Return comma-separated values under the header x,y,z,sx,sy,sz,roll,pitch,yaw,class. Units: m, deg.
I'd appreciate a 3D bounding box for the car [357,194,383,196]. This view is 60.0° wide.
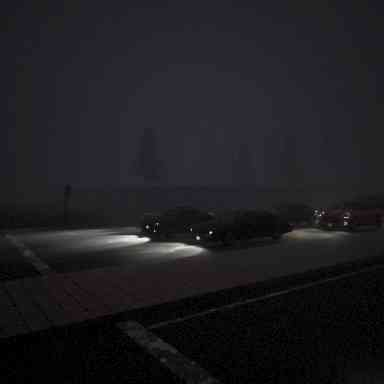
x,y,z,sx,sy,sz,roll,pitch,yaw,class
15.157,1.220,28.735,5.566,2.045,2.150,0,0,-35,car

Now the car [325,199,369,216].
x,y,z,sx,sy,sz,roll,pitch,yaw,class
15.623,1.503,33.359,4.892,1.490,1.837,0,0,-35,car

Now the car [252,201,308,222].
x,y,z,sx,sy,sz,roll,pitch,yaw,class
7.324,1.504,27.465,4.892,1.490,1.837,0,0,-35,car

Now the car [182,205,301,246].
x,y,z,sx,sy,sz,roll,pitch,yaw,class
2.428,1.547,15.493,5.357,1.411,2.033,0,0,-35,car

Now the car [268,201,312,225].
x,y,z,sx,sy,sz,roll,pitch,yaw,class
6.539,1.504,22.633,4.892,1.490,1.837,0,0,-35,car

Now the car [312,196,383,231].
x,y,z,sx,sy,sz,roll,pitch,yaw,class
9.902,1.351,20.716,4.553,1.767,2.097,0,0,-35,car

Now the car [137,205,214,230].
x,y,z,sx,sy,sz,roll,pitch,yaw,class
-0.986,1.600,21.636,4.718,1.301,1.895,0,0,-35,car

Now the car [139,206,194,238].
x,y,z,sx,sy,sz,roll,pitch,yaw,class
-0.582,1.563,17.650,4.181,1.385,1.994,0,0,-35,car
